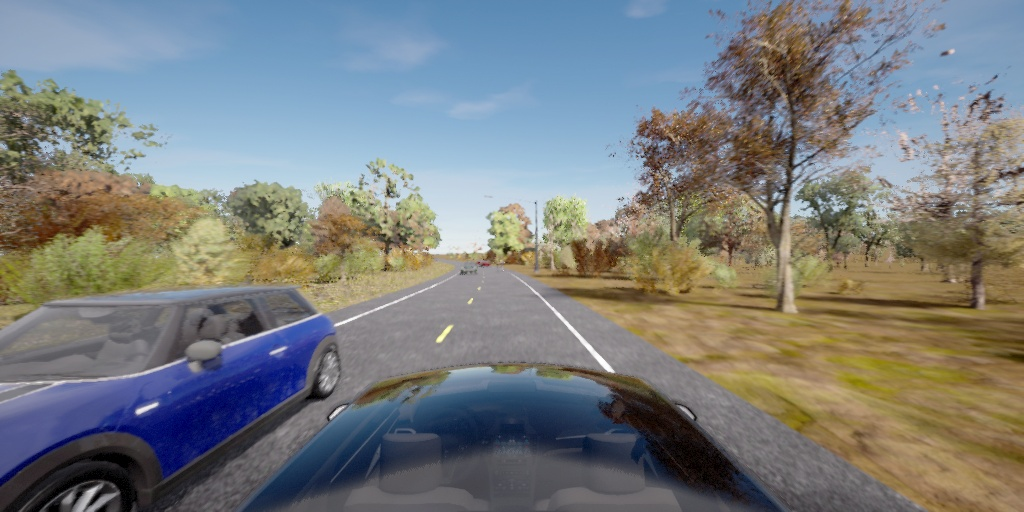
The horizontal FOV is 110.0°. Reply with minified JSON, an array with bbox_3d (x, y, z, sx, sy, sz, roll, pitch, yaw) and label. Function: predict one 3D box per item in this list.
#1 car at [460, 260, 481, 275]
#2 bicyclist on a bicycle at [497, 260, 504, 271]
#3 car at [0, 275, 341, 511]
[{"bbox_3d":[-5.398,1.461,45.529,2.097,1.767,4.553,0,0,-4],"label":"car"},{"bbox_3d":[-1.471,1.514,52.829,0.659,1.776,1.843,0,-1,-6],"label":"bicyclist on a bicycle"},{"bbox_3d":[-3.625,1.127,3.510,2.097,1.767,4.553,0,-1,0],"label":"car"}]
